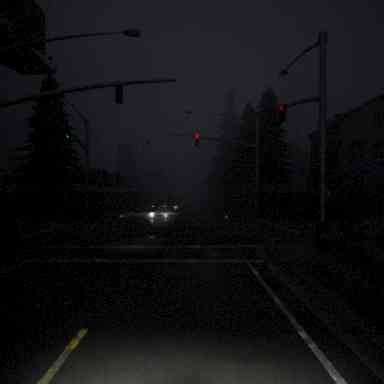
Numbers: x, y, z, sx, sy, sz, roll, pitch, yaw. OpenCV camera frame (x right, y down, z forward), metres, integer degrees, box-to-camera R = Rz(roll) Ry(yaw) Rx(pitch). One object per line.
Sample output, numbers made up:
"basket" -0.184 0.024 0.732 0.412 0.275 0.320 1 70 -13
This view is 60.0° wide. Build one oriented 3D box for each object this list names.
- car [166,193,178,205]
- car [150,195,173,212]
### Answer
"car" -3.494 1.128 56.005 2.150 2.045 5.566 0 0 1
"car" -3.564 1.440 37.971 1.837 1.490 4.892 0 0 0
